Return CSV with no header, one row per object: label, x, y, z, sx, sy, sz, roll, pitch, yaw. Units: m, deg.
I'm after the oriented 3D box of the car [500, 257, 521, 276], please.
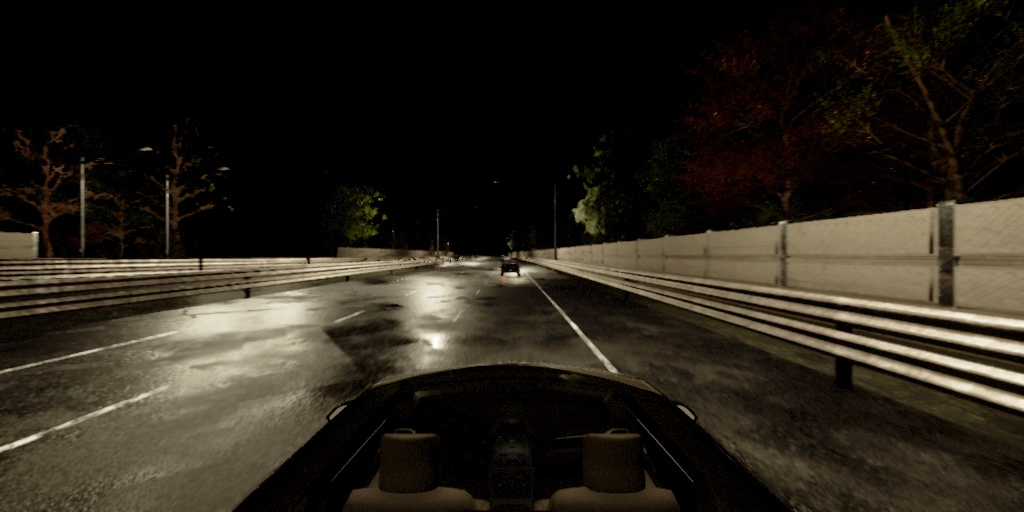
car,-0.163,1.103,35.682,2.128,1.511,4.902,0,0,0
